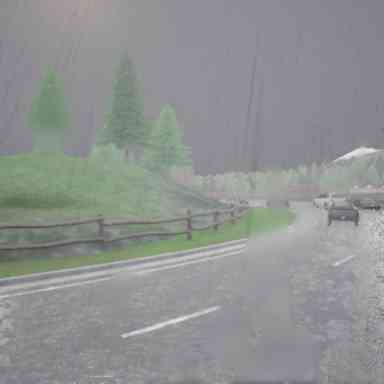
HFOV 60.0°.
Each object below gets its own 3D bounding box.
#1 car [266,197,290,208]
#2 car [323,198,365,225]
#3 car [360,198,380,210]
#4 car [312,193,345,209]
[{"bbox_3d":[12.184,1.486,47.320,1.812,1.442,4.674,0,0,-12],"label":"car"},{"bbox_3d":[10.612,1.430,23.520,2.128,1.511,4.902,0,0,22],"label":"car"},{"bbox_3d":[20.210,1.434,39.271,1.994,1.385,4.181,0,0,-1],"label":"car"},{"bbox_3d":[16.773,1.128,40.812,2.150,2.045,5.566,0,0,-3],"label":"car"}]
